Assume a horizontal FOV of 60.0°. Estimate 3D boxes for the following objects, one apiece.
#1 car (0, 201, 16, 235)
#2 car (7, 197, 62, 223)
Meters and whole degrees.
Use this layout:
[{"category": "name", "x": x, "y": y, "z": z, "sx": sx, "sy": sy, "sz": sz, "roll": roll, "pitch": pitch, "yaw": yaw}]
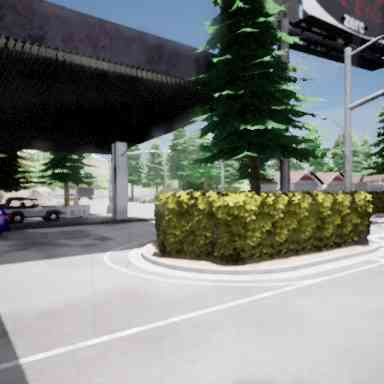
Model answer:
[{"category": "car", "x": -11.703, "y": 1.480, "z": 16.683, "sx": 4.611, "sy": 1.667, "sz": 2.242, "roll": -1, "pitch": 0, "yaw": -36}, {"category": "car", "x": -11.501, "y": 1.280, "z": 23.811, "sx": 3.866, "sy": 1.878, "sz": 1.905, "roll": -1, "pitch": 0, "yaw": -36}]
